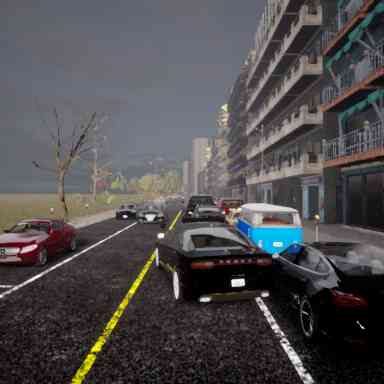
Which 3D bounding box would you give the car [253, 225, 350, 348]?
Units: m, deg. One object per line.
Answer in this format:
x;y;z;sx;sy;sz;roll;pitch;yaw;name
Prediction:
2.586;1.567;6.241;1.947;1.339;4.313;1;0;0;car

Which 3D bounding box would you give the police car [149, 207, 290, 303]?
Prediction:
0.225;1.426;8.486;1.930;1.638;5.238;0;0;-14;police car

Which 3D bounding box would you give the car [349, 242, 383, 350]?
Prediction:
2.578;1.315;0.580;2.192;1.841;5.009;1;0;0;car

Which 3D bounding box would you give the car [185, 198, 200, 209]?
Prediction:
0.106;1.557;46.467;2.033;1.411;5.357;0;0;1;car

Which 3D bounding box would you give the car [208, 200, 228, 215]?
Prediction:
2.643;1.588;34.546;1.802;1.307;4.206;1;0;0;car

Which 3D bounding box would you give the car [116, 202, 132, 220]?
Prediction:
-5.250;1.571;28.368;1.947;1.339;4.313;1;0;0;car

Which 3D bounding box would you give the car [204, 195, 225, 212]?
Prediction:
2.657;1.322;40.207;2.192;1.841;5.009;1;0;0;car

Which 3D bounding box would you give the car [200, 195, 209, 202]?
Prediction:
2.724;1.459;74.173;1.967;1.590;4.097;1;0;0;car

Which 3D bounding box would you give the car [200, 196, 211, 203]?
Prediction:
2.711;1.567;68.512;2.008;1.369;4.403;1;0;0;car

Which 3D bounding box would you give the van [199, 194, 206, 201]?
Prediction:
2.747;1.364;85.495;1.690;1.788;3.998;1;0;0;van

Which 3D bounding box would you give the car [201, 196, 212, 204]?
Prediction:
2.700;1.540;63.021;1.752;1.417;4.829;1;0;0;car

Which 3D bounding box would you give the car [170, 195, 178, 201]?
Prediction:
-5.148;1.571;79.254;2.008;1.369;4.403;1;0;0;car

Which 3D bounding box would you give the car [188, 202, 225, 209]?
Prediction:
0.862;1.509;18.631;1.837;1.490;4.892;0;0;0;car

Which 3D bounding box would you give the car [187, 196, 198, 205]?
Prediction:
0.121;1.539;60.247;1.812;1.442;4.674;0;0;0;car

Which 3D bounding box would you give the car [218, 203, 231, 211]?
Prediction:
2.610;1.528;17.733;1.752;1.417;4.829;1;0;0;car

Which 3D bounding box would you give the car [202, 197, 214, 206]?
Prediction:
2.689;1.538;57.360;1.752;1.417;4.829;1;0;0;car

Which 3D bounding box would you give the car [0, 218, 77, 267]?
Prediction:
-5.284;1.584;11.406;1.802;1.307;4.206;1;0;0;car

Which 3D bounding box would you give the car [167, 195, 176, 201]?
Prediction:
-5.136;1.574;84.908;2.008;1.369;4.403;1;0;0;car

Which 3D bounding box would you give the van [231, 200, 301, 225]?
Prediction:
2.600;1.343;11.902;1.690;1.788;3.998;1;0;0;van

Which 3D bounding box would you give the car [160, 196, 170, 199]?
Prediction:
-5.193;1.538;56.469;1.752;1.417;4.829;1;0;0;car

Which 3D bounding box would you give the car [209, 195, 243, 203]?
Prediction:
2.623;1.319;23.224;2.192;1.841;5.009;1;0;0;car

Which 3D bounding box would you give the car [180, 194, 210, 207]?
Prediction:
0.431;1.224;24.572;2.150;2.045;5.566;0;0;-5;car

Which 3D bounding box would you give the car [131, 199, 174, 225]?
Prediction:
-2.702;1.495;24.021;2.128;1.511;4.902;0;0;0;car
